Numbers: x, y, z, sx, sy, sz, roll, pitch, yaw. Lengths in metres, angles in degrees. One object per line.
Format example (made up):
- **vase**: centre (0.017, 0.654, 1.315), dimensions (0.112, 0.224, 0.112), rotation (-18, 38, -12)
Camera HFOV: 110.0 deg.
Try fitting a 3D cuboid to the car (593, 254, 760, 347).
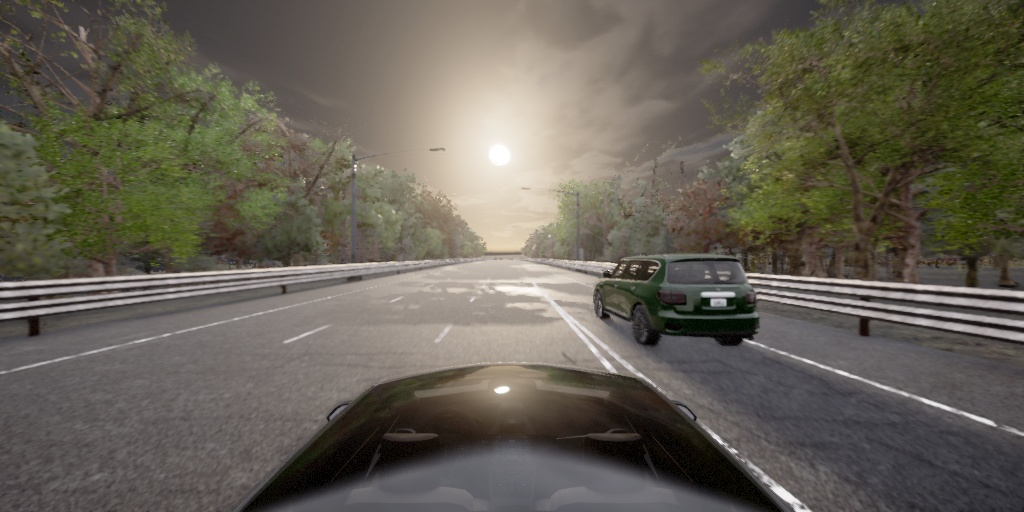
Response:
- **car**: centre (3.835, 0.981, 9.510), dimensions (2.150, 2.045, 5.566), rotation (0, 0, -2)
